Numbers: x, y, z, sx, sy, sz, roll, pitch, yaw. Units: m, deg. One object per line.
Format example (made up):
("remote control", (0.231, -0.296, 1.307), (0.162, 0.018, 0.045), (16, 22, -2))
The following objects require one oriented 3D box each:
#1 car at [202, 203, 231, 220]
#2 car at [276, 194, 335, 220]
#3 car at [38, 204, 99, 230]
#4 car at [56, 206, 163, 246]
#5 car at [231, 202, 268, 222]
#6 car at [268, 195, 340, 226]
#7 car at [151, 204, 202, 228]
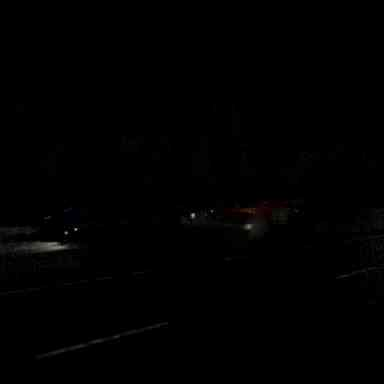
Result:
("car", (2.988, 1.627, 28.762), (4.718, 1.301, 1.895), (0, 0, -35))
("car", (10.140, 1.255, 29.509), (5.566, 2.045, 2.150), (0, 0, -35))
("car", (-7.359, 1.535, 21.446), (4.674, 1.442, 1.812), (0, 0, -35))
("car", (-3.758, 1.572, 15.426), (4.181, 1.385, 1.994), (0, 0, -35))
("car", (5.804, 1.506, 26.435), (5.008, 1.535, 1.882), (0, 0, -36))
("car", (8.375, 1.249, 23.983), (5.566, 2.045, 2.150), (0, 0, -35))
("car", (-2.032, 1.520, 20.938), (4.892, 1.490, 1.837), (0, 0, -35))
